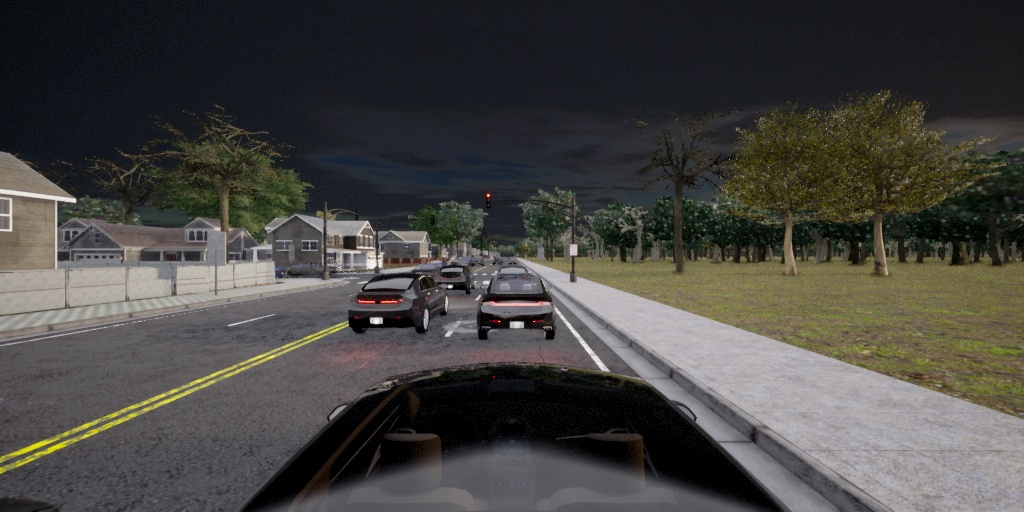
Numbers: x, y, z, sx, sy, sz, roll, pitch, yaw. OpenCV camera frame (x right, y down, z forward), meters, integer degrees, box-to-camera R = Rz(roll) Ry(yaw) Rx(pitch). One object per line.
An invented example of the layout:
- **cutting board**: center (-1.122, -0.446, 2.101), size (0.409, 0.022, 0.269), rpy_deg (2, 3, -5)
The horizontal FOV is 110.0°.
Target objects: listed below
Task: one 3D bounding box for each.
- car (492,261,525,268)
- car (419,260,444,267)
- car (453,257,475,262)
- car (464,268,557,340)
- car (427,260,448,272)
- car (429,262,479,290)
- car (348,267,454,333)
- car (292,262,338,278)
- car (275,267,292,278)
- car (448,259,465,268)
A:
- **car**: center (0.052, 1.228, 19.388), size (1.882, 1.535, 5.008), rpy_deg (0, 0, 1)
- **car**: center (-6.568, 1.297, 27.867), size (2.033, 1.411, 5.357), rpy_deg (0, 0, 0)
- **car**: center (-6.538, 1.232, 47.358), size (2.128, 1.511, 4.902), rpy_deg (0, 0, 0)
- **car**: center (0.110, 1.241, 9.986), size (2.128, 1.511, 4.902), rpy_deg (0, 0, 0)
- **car**: center (-9.790, 1.266, 47.542), size (1.812, 1.442, 4.674), rpy_deg (0, 0, 0)
- **car**: center (-3.114, 1.255, 20.070), size (1.837, 1.490, 4.892), rpy_deg (0, 0, -1)
- **car**: center (-3.137, 1.255, 10.736), size (1.837, 1.490, 4.892), rpy_deg (0, 0, 0)
- **car**: center (-19.390, 1.322, 33.943), size (5.357, 1.411, 2.033), rpy_deg (0, 0, 6)
- **car**: center (-22.708, 1.258, 31.575), size (5.008, 1.535, 1.882), rpy_deg (0, 0, 0)
- **car**: center (-9.724, 1.274, 63.387), size (2.033, 1.411, 5.357), rpy_deg (0, 0, 1)
